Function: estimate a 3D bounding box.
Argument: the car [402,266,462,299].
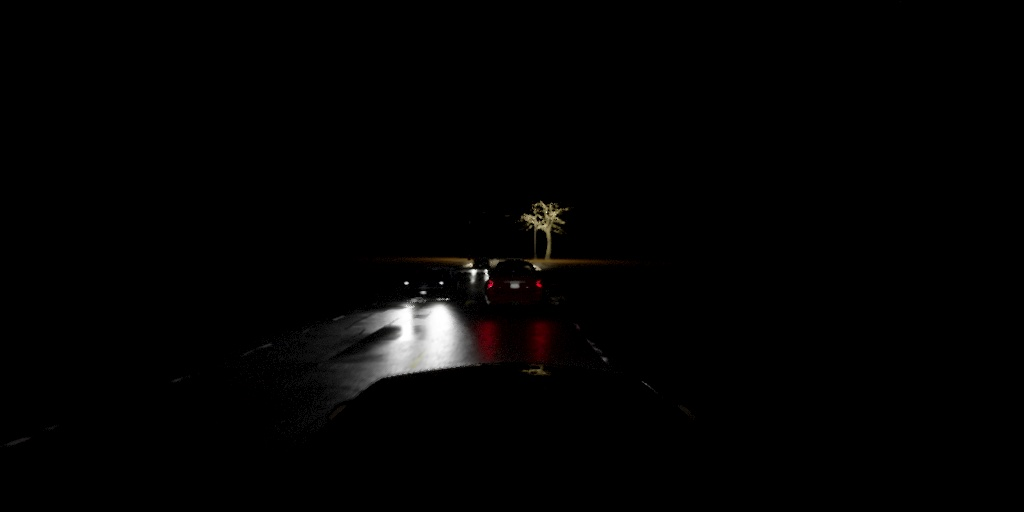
[{"bbox_3d":[-3.597,1.160,16.803,1.895,1.301,4.718,0,1,0],"label":"car"}]

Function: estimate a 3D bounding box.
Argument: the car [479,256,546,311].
[{"bbox_3d":[0.095,0.950,13.695,2.097,1.767,4.553,0,1,0],"label":"car"}]

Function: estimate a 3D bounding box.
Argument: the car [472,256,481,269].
[{"bbox_3d":[-3.496,0.769,41.474,1.812,1.442,4.674,0,1,0],"label":"car"}]
